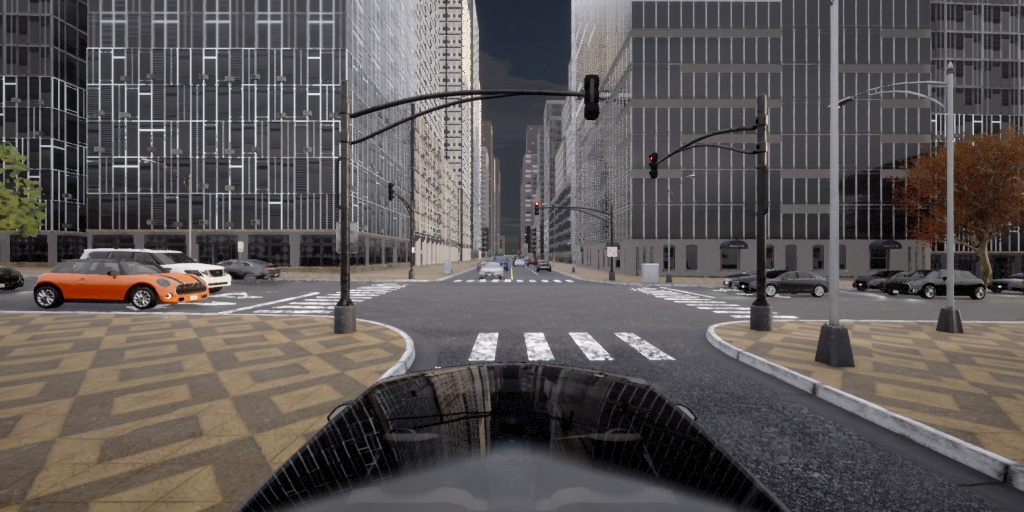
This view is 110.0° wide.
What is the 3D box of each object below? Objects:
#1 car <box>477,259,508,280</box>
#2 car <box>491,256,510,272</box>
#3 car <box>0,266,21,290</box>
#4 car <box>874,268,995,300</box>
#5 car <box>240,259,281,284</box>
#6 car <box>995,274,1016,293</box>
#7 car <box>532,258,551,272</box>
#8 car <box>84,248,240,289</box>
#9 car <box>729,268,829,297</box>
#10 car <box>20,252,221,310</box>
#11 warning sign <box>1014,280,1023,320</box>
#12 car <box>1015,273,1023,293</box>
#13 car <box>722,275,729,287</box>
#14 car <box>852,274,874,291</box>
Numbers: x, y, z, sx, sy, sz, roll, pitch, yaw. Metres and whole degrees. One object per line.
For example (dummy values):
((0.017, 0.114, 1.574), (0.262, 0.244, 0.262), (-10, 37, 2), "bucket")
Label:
((-1.724, 1.295, 32.035), (1.812, 1.442, 4.674), (0, 0, 4), "car")
((-1.525, 0.980, 47.576), (2.150, 2.045, 5.566), (0, 1, -1), "car")
((-24.623, 0.675, 15.615), (4.553, 1.767, 2.097), (1, 0, -3), "car")
((24.979, 1.576, 21.337), (4.553, 1.767, 2.097), (1, 0, -3), "car")
((-17.359, 0.945, 22.623), (4.902, 1.511, 2.128), (1, 0, -2), "car")
((36.439, 1.933, 25.108), (4.892, 1.490, 1.837), (1, 0, -2), "car")
((3.949, 1.329, 45.336), (1.948, 1.339, 4.313), (0, 0, 0), "car")
((-15.928, 0.704, 16.009), (5.566, 2.045, 2.150), (1, 0, -3), "car")
((15.808, 1.564, 20.930), (4.892, 1.490, 1.837), (1, 0, -4), "car")
((-13.727, 0.876, 12.856), (4.553, 1.767, 2.097), (1, 0, -3), "car")
((17.279, 1.204, 11.527), (1.060, 1.860, 1.300), (0, 0, -3), "warning sign")
((34.713, 1.946, 21.780), (5.357, 1.411, 2.033), (1, 0, -3), "car")
((16.897, 1.570, 24.223), (4.902, 1.511, 2.128), (1, 0, -3), "car")
((26.281, 1.751, 24.651), (4.892, 1.490, 1.837), (1, 0, -3), "car")
